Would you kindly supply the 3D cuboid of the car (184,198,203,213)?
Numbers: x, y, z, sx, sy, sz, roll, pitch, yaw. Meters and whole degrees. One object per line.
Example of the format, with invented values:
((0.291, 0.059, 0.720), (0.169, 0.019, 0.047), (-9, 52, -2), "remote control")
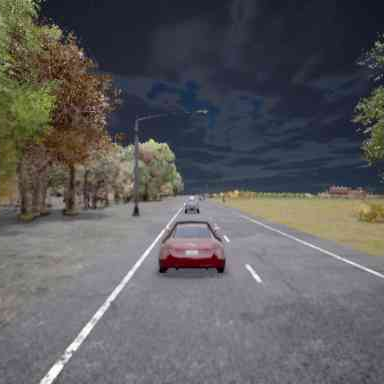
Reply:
((0.014, 1.875, 42.969), (2.033, 1.411, 5.357), (0, 0, 0), "car")

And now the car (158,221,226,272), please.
((0.004, 1.654, 11.163), (1.994, 1.385, 4.181), (0, 0, 0), "car")
